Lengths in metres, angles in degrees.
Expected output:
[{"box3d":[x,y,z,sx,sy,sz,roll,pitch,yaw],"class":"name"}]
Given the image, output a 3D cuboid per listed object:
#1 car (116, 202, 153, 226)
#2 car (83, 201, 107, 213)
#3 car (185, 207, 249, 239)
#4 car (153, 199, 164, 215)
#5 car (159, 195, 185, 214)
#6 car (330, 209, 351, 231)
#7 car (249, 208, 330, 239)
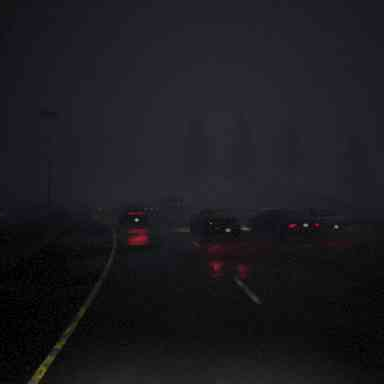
[{"box3d":[-4.464,1.632,24.575,1.837,1.490,4.892,0,-1,-18],"class":"car"},{"box3d":[-11.539,1.745,39.618,1.812,1.442,4.674,0,0,-31],"class":"car"},{"box3d":[1.158,1.604,17.730,1.812,1.442,4.674,0,0,-13],"class":"car"},{"box3d":[-5.167,1.727,35.468,2.033,1.411,5.357,0,0,-26],"class":"car"},{"box3d":[-2.685,1.408,38.179,2.150,2.045,5.566,0,0,-27],"class":"car"},{"box3d":[7.590,1.673,20.874,1.895,1.301,4.718,0,0,-14],"class":"car"},{"box3d":[4.747,1.615,18.019,2.033,1.411,5.357,0,0,-13],"class":"car"}]
